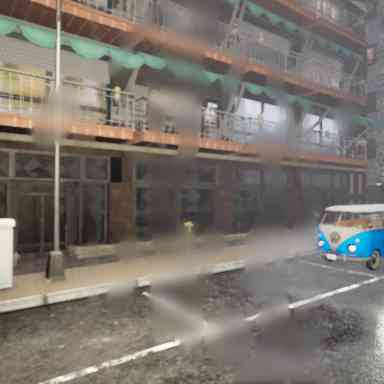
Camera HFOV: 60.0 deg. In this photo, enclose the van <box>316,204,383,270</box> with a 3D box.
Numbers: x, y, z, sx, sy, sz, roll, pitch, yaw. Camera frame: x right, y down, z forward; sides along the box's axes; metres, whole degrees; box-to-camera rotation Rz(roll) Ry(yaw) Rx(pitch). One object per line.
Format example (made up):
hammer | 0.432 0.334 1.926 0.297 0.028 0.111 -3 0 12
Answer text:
van | 5.643 1.294 10.564 3.998 1.788 1.690 0 1 -35
